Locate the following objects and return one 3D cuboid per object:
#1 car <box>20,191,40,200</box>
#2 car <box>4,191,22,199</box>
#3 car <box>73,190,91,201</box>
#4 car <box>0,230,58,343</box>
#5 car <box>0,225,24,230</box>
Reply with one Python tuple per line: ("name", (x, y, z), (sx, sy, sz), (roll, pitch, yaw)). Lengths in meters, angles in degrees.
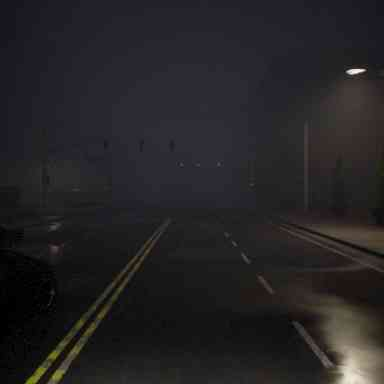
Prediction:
("car", (-32.516, 0.973, 65.958), (1.970, 1.475, 3.806), (0, 0, 0))
("car", (-43.589, 0.635, 81.009), (1.932, 1.855, 4.605), (0, 0, 0))
("car", (-26.691, 0.876, 81.037), (1.970, 1.475, 3.806), (0, 0, 0))
("car", (-3.584, 1.534, 4.716), (1.994, 1.385, 4.181), (0, 0, 0))
("car", (-6.998, 1.538, 9.805), (1.895, 1.301, 4.718), (0, 0, 0))
